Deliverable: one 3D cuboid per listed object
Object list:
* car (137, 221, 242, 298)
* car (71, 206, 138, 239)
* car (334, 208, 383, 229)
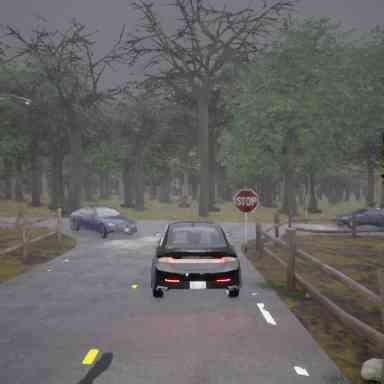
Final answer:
[{"bbox_3d":[0.035,1.492,8.520,2.128,1.511,4.902,0,0,-2],"label":"car"},{"bbox_3d":[-4.761,1.481,17.615,4.674,1.442,1.812,3,1,44],"label":"car"},{"bbox_3d":[12.654,1.860,23.917,4.674,1.442,1.812,1,0,-2],"label":"car"}]
